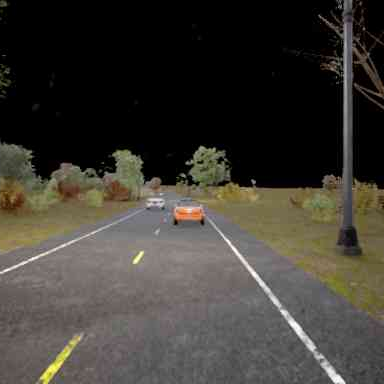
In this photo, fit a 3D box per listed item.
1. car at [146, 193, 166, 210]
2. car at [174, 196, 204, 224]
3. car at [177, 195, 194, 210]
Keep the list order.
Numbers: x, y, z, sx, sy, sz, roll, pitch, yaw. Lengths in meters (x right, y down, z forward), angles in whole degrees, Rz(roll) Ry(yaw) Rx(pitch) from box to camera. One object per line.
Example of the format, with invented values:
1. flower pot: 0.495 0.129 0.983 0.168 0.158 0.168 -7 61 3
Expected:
1. car: -4.546 1.185 42.347 2.150 2.045 5.566 0 0 -2
2. car: -0.246 1.337 24.631 2.097 1.767 4.553 0 0 -1
3. car: -0.848 1.315 42.097 2.097 1.767 4.553 0 0 -2
